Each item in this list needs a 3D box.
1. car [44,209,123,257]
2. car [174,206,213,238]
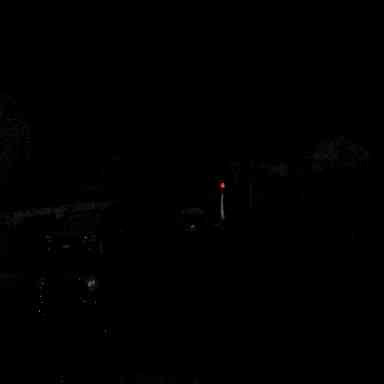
[{"bbox_3d":[-4.084,1.491,13.272,1.882,1.535,5.008,0,0,0],"label":"car"},{"bbox_3d":[0.066,1.494,17.965,1.882,1.535,5.008,0,0,0],"label":"car"}]
